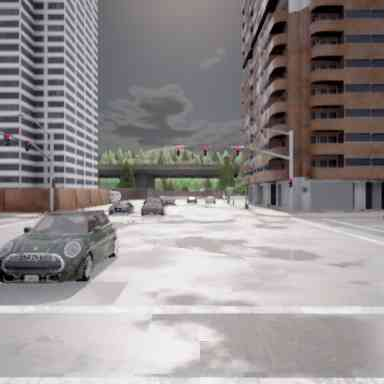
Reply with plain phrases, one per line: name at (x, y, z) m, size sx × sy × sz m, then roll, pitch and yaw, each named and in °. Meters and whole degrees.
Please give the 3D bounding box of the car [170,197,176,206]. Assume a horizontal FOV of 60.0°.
car at (-3.582, 1.526, 53.018) m, size 2.033 × 1.411 × 5.357 m, roll 0°, pitch 0°, yaw 0°

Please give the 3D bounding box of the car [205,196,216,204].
car at (3.499, 1.500, 63.230) m, size 1.812 × 1.442 × 4.674 m, roll 0°, pitch 0°, yaw 0°

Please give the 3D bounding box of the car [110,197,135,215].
car at (-7.098, 1.550, 33.970) m, size 1.994 × 1.385 × 4.181 m, roll 0°, pitch 0°, yaw 0°

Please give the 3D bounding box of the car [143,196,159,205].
car at (-7.051, 1.524, 57.963) m, size 2.033 × 1.411 × 5.357 m, roll 0°, pitch 0°, yaw 1°

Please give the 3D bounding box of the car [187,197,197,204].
car at (-0.001, 1.539, 63.229) m, size 1.994 × 1.385 × 4.181 m, roll 0°, pitch 0°, yaw 0°

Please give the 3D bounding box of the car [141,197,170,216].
car at (-3.599, 1.339, 31.789) m, size 2.097 × 1.767 × 4.553 m, roll 0°, pitch 0°, yaw 0°

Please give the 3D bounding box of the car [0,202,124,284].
car at (-3.601, 1.348, 9.710) m, size 2.097 × 1.767 × 4.553 m, roll 0°, pitch 0°, yaw 0°
